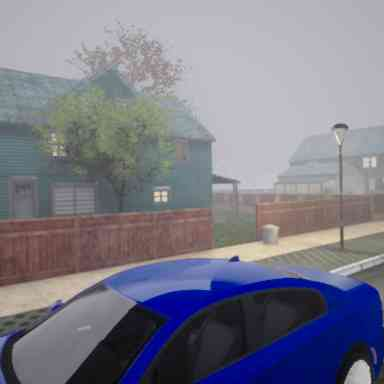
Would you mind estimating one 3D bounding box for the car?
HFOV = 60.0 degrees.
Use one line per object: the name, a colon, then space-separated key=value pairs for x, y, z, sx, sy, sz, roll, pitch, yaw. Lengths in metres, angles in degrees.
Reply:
car: x=-0.203 y=1.440 z=2.921 sx=5.008 sy=1.535 sz=1.882 roll=-2 pitch=1 yaw=-37
